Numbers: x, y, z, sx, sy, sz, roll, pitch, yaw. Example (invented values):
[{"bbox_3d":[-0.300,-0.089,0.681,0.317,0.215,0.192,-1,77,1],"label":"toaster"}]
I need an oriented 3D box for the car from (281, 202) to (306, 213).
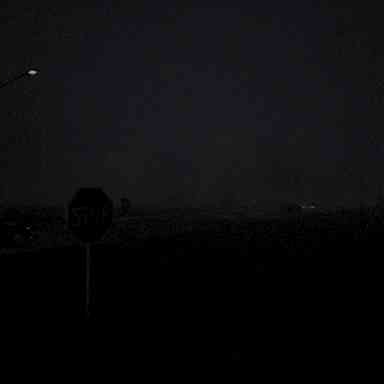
[{"bbox_3d":[14.454,2.244,48.230,1.837,1.490,4.892,0,0,36],"label":"car"}]

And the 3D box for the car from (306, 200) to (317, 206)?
[{"bbox_3d":[28.402,2.567,79.587,1.882,1.535,5.008,0,0,36],"label":"car"}]

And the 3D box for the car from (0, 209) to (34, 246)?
[{"bbox_3d":[-9.731,1.706,14.651,1.882,1.535,5.008,0,-1,36],"label":"car"}]
